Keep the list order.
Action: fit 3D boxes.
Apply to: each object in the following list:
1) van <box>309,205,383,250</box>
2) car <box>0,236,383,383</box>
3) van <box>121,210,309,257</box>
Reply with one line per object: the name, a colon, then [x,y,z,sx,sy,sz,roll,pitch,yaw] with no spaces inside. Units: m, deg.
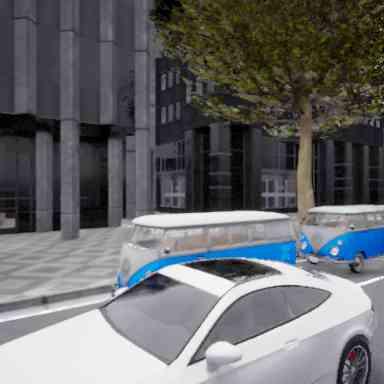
van: [5.012,1.307,10.222,3.998,1.788,1.690,0,0,-36]
car: [0.162,1.519,3.495,4.674,1.442,1.812,0,0,-35]
van: [0.438,1.326,6.959,3.998,1.788,1.690,0,0,-36]
